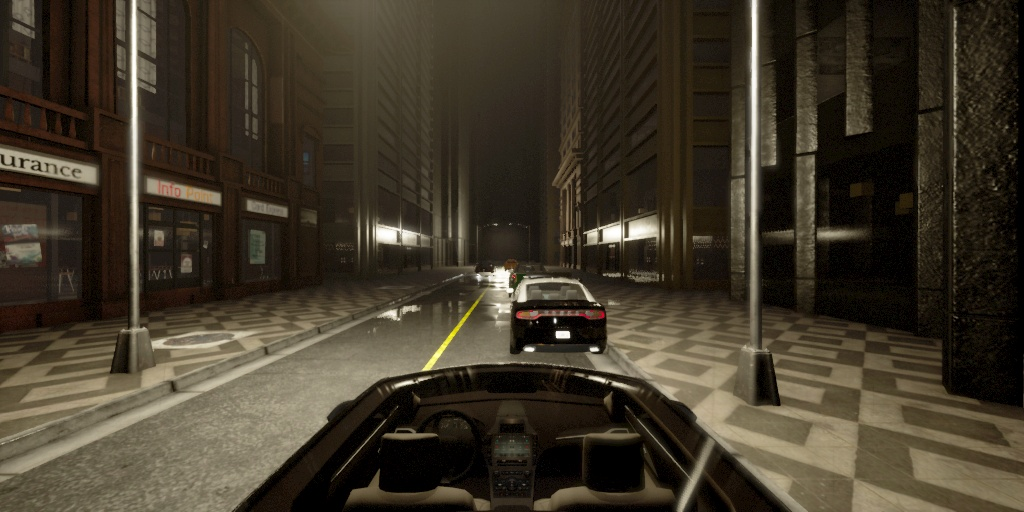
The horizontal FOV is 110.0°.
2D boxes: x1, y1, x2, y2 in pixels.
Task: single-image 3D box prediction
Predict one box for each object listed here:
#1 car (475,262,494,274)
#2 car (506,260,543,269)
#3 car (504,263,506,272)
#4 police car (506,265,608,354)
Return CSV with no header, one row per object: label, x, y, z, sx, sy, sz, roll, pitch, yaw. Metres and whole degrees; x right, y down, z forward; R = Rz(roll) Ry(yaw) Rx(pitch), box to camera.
car,-3.058,1.353,40.832,1.994,1.385,4.181,0,0,0
car,0.875,1.111,18.743,2.097,1.767,4.553,0,0,0
car,-0.027,1.281,48.210,1.882,1.535,5.008,0,0,0
police car,0.890,1.178,8.882,1.930,1.638,5.238,0,0,0
